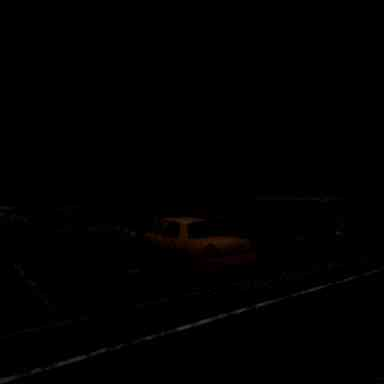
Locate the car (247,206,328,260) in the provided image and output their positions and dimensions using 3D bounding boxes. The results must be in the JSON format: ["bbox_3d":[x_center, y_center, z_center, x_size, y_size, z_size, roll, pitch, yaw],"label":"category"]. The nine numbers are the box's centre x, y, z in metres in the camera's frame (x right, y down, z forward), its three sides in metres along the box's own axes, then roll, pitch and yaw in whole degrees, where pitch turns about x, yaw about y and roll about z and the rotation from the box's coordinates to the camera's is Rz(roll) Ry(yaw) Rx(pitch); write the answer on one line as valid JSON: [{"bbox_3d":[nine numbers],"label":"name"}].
[{"bbox_3d":[1.963,1.444,11.917,2.163,1.488,4.792,0,0,-36],"label":"car"}]

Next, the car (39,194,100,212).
[{"bbox_3d":[-8.077,1.182,20.745,2.435,2.045,5.566,0,0,-36],"label":"car"}]

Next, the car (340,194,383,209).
[{"bbox_3d":[21.340,1.100,41.864,2.185,1.767,4.553,0,0,-36],"label":"car"}]

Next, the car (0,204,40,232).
[{"bbox_3d":[-10.455,1.492,19.076,2.002,1.452,4.674,-1,0,-36],"label":"car"}]

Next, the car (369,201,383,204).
[{"bbox_3d":[8.837,1.396,16.763,2.163,1.488,4.792,0,0,-36],"label":"car"}]

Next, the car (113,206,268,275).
[{"bbox_3d":[-0.408,1.428,10.413,1.946,1.575,5.366,0,0,-36],"label":"car"}]

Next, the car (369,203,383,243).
[{"bbox_3d":[6.557,1.412,15.132,2.163,1.488,4.792,0,0,-36],"label":"car"}]

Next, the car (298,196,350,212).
[{"bbox_3d":[14.583,1.275,36.999,2.231,1.521,4.892,0,0,-36],"label":"car"}]

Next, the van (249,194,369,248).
[{"bbox_3d":[4.327,1.173,13.429,1.878,1.987,4.442,0,0,-36],"label":"van"}]

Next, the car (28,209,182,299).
[{"bbox_3d":[-2.574,1.448,8.629,2.097,1.535,5.008,0,0,-36],"label":"car"}]

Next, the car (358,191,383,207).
[{"bbox_3d":[25.856,0.943,45.093,2.435,2.045,5.566,0,0,-36],"label":"car"}]

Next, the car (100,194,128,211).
[{"bbox_3d":[-5.912,1.167,22.294,2.435,2.045,5.566,0,0,-36],"label":"car"}]

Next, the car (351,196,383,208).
[{"bbox_3d":[23.634,1.239,43.432,2.163,1.488,4.792,0,0,-36],"label":"car"}]

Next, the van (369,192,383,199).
[{"bbox_3d":[13.446,1.109,19.953,1.878,1.987,4.442,0,0,-36],"label":"van"}]

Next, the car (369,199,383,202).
[{"bbox_3d":[11.103,1.350,18.413,2.097,1.535,5.008,0,0,-36],"label":"car"}]

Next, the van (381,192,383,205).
[{"bbox_3d":[30.319,0.936,48.394,1.878,1.987,4.442,0,0,-36],"label":"van"}]
